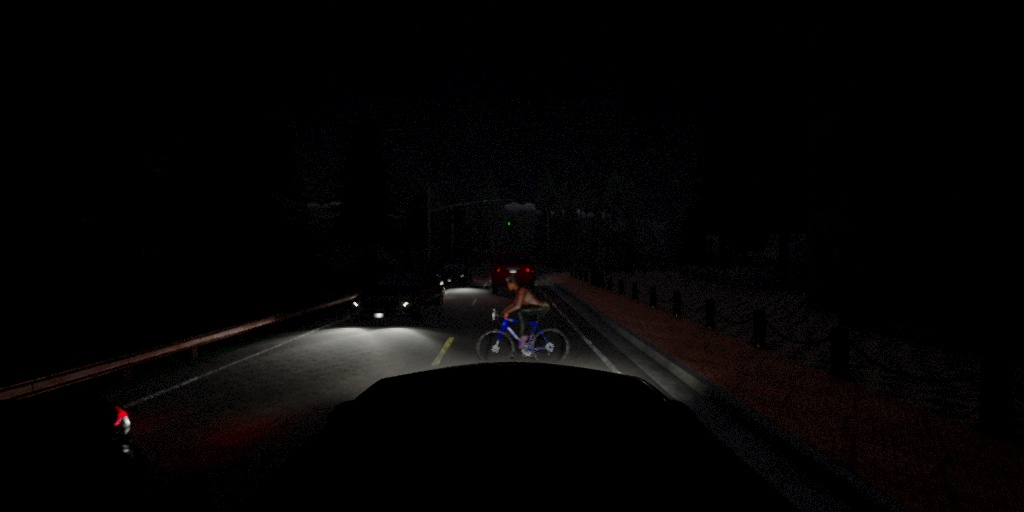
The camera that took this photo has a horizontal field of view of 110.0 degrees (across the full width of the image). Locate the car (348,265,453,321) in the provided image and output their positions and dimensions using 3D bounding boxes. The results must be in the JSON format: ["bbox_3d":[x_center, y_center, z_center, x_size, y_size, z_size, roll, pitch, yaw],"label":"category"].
[{"bbox_3d":[-3.619,1.212,12.417,2.033,1.411,5.357,0,0,0],"label":"car"}]

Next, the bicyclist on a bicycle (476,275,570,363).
[{"bbox_3d":[0.180,1.158,6.304,1.656,1.620,0.582,-1,0,0],"label":"bicyclist on a bicycle"}]

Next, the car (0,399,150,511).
[{"bbox_3d":[-3.591,1.322,0.784,1.994,1.385,4.181,0,0,0],"label":"car"}]

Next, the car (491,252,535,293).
[{"bbox_3d":[0.044,0.829,19.515,2.150,2.045,5.566,0,0,0],"label":"car"}]

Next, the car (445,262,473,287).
[{"bbox_3d":[-3.580,1.108,22.870,1.812,1.442,4.674,0,1,0],"label":"car"}]
